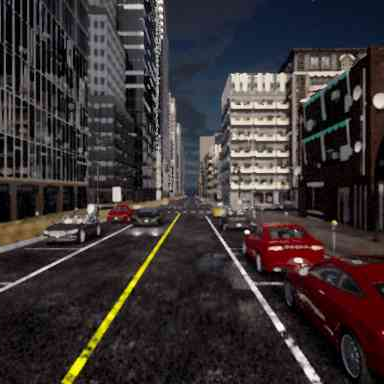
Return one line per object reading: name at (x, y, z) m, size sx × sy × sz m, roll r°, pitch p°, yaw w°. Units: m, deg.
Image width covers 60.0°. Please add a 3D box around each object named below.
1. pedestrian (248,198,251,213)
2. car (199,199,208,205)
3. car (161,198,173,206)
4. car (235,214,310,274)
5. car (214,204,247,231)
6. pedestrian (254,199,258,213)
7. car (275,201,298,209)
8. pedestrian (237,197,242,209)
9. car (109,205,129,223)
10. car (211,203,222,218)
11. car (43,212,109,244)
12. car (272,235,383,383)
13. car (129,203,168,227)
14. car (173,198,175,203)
pedestrian at (7.136, 1.694, 41.732) m, size 0.375 × 1.860 × 0.375 m, roll -1°, pitch 0°, yaw 0°
car at (2.680, 2.266, 77.014) m, size 2.008 × 1.369 × 4.403 m, roll -1°, pitch -1°, yaw 0°
car at (-5.700, 2.187, 71.190) m, size 1.752 × 1.417 × 4.829 m, roll -1°, pitch -1°, yaw 0°
car at (2.746, 1.645, 10.830) m, size 1.887 × 1.381 × 4.507 m, roll -1°, pitch -1°, yaw 0°
car at (2.808, 1.755, 22.118) m, size 2.008 × 1.369 × 4.403 m, roll -1°, pitch -1°, yaw 0°
pedestrian at (8.136, 1.729, 42.332) m, size 0.375 × 1.860 × 0.375 m, roll -1°, pitch 0°, yaw 0°
car at (16.316, 2.155, 56.538) m, size 4.403 × 1.369 × 2.008 m, roll 0°, pitch 0°, yaw 1°
pedestrian at (6.137, 1.549, 42.932) m, size 0.375 × 1.860 × 0.375 m, roll -1°, pitch 0°, yaw 0°
car at (-5.831, 1.802, 27.820) m, size 1.887 × 1.381 × 4.507 m, roll -1°, pitch -1°, yaw 0°
car at (2.808, 1.835, 33.577) m, size 1.752 × 1.417 × 4.829 m, roll -1°, pitch -1°, yaw 0°
car at (-5.805, 1.704, 16.531) m, size 2.008 × 1.369 × 4.403 m, roll -1°, pitch -1°, yaw 0°
car at (2.712, 1.631, 5.186) m, size 1.802 × 1.307 × 4.206 m, roll -1°, pitch -1°, yaw 0°
car at (-3.091, 1.791, 24.542) m, size 1.994 × 1.385 × 4.181 m, roll 0°, pitch -1°, yaw 0°
car at (-5.700, 2.282, 77.014) m, size 1.947 × 1.339 × 4.313 m, roll -1°, pitch -1°, yaw 0°
